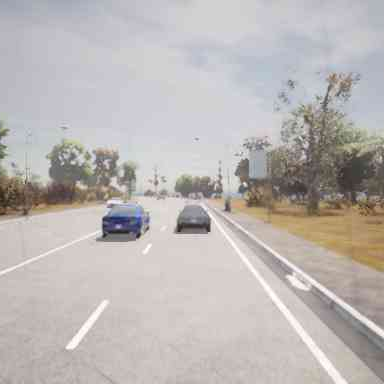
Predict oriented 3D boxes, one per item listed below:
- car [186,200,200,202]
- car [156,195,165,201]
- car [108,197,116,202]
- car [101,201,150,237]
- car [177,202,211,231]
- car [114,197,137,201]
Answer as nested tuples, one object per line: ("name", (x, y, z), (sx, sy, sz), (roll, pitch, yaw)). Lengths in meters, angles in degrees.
("car", (0.108, 1.544, 38.375), (1.895, 1.301, 4.718), (0, 0, 0))
("car", (-7.294, 1.365, 78.377), (2.128, 1.511, 4.902), (0, 0, -2))
("car", (-10.573, 1.457, 46.084), (1.812, 1.442, 4.674), (0, 0, 0))
("car", (-3.397, 1.451, 17.819), (1.882, 1.535, 5.008), (0, 0, 0))
("car", (0.105, 1.534, 20.224), (1.994, 1.385, 4.181), (0, 0, 0))
("car", (-7.086, 1.545, 37.704), (1.895, 1.301, 4.718), (0, 0, 0))
